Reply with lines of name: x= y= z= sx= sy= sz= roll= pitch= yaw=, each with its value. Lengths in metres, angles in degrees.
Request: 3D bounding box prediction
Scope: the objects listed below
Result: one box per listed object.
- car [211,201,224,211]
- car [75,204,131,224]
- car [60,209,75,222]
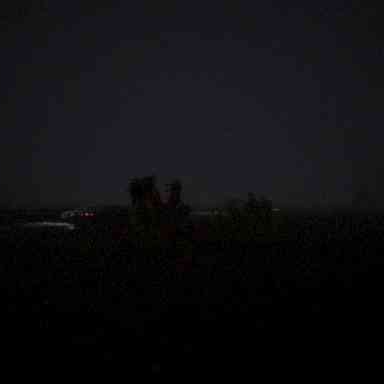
car: x=4.651 y=2.050 z=48.789 sx=1.882 sy=1.535 sz=5.008 roll=-1 pitch=-1 yaw=36
car: x=-6.469 y=1.795 z=27.461 sx=2.033 sy=1.411 sz=5.357 roll=-2 pitch=-2 yaw=40
car: x=-9.284 y=1.839 z=29.488 sx=1.812 sy=1.442 sz=4.674 roll=-1 pitch=-1 yaw=36
